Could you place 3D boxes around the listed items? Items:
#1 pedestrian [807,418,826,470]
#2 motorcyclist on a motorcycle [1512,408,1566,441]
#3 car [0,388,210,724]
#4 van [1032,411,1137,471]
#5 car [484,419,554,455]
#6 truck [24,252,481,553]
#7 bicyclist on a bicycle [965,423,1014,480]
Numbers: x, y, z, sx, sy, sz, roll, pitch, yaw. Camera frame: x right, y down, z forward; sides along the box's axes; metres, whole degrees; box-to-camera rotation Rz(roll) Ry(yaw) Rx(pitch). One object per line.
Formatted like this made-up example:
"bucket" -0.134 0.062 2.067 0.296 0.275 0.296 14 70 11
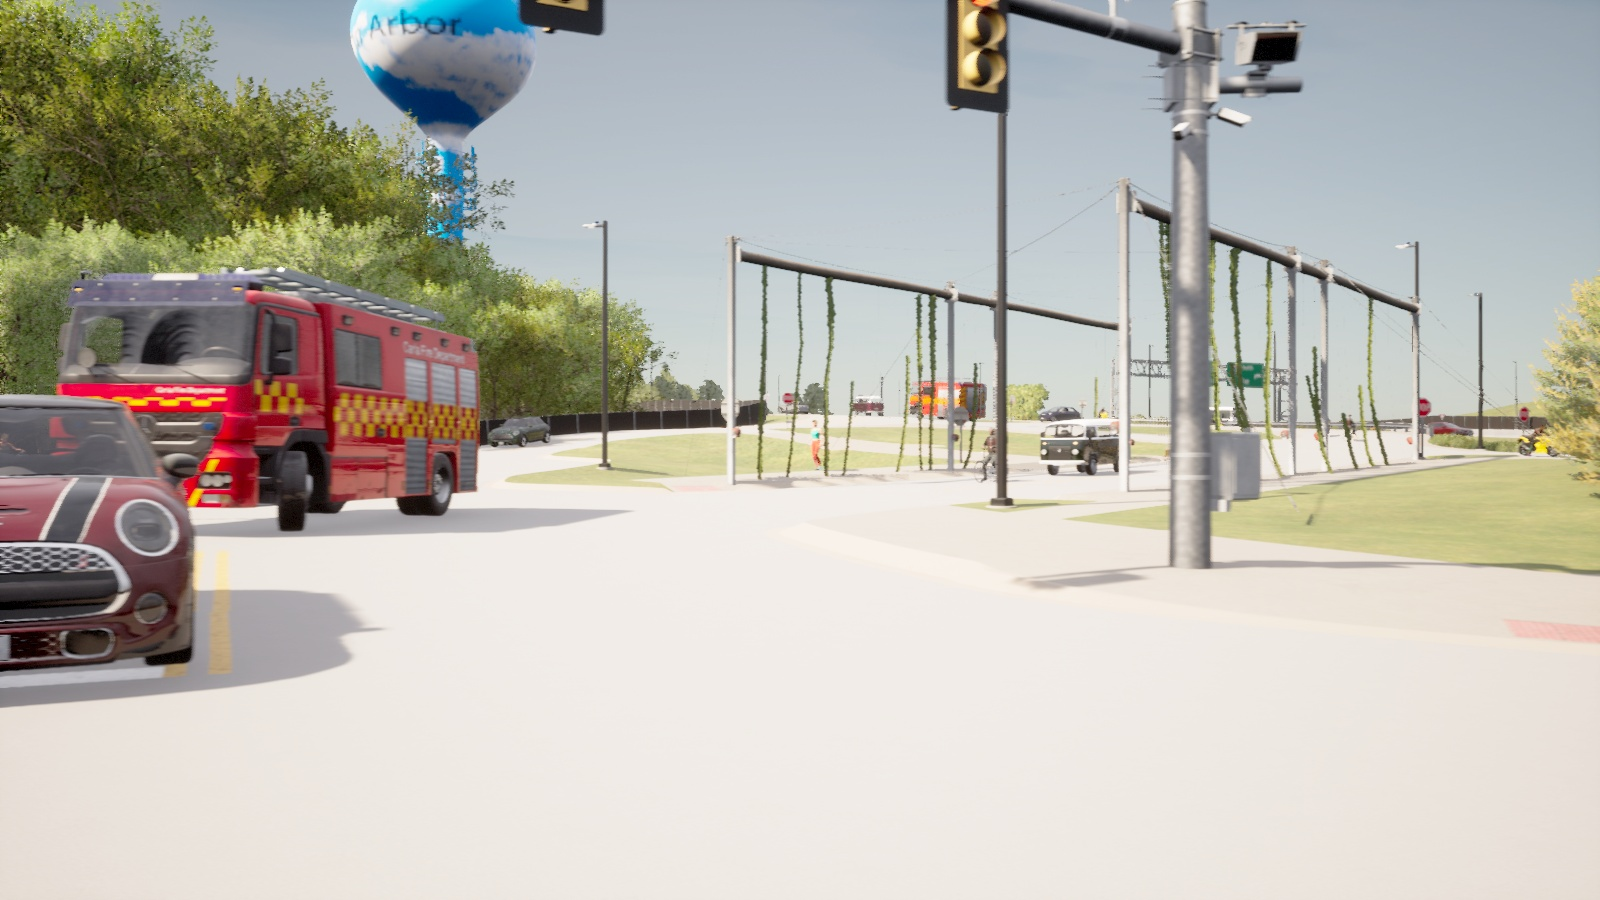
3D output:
"pedestrian" 0.585 -0.215 44.775 0.345 1.836 0.594 -1 0 40
"motorcyclist on a motorcycle" 34.077 -1.177 57.928 0.797 1.523 2.044 -1 1 -24
"car" -5.279 0.523 8.602 2.097 1.767 4.553 -1 1 -27
"van" 10.543 -0.356 46.287 2.069 2.038 4.480 -1 1 37
"car" -16.789 -0.794 75.277 2.097 1.767 4.553 -1 5 16
"truck" -8.141 -0.572 20.354 2.891 3.827 8.468 -1 0 7
"bicyclist on a bicycle" 6.122 0.038 40.483 0.659 1.776 1.843 -1 1 38
